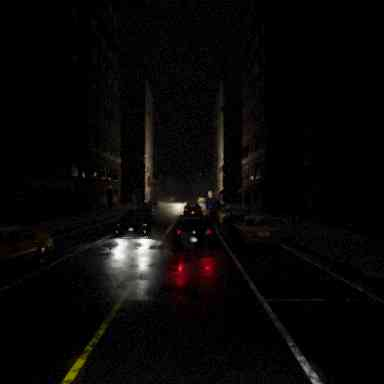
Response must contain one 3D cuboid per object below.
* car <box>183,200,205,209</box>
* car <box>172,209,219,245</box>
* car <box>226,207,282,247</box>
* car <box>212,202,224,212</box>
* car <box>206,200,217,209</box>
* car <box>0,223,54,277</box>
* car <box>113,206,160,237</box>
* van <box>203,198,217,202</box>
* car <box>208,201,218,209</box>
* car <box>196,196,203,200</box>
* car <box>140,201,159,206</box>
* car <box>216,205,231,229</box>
[{"bbox_3d":[0.087,1.819,33.824,1.812,1.442,4.674,0,-1,0],"label":"car"},{"bbox_3d":[0.092,1.741,16.268,1.895,1.301,4.718,0,0,0],"label":"car"},{"bbox_3d":[2.850,1.659,15.474,1.752,1.417,4.829,0,0,0],"label":"car"},{"bbox_3d":[2.847,1.753,26.371,1.752,1.417,4.829,0,-1,0],"label":"car"},{"bbox_3d":[2.844,1.888,37.097,1.947,1.339,4.313,0,-1,0],"label":"car"},{"bbox_3d":[-5.672,1.608,9.657,1.752,1.417,4.829,0,0,0],"label":"car"},{"bbox_3d":[-3.106,1.727,18.896,1.994,1.385,4.181,0,0,0],"label":"car"},{"bbox_3d":[2.840,1.759,47.996,1.690,1.788,3.998,0,-1,0],"label":"van"},{"bbox_3d":[2.846,1.840,31.649,1.947,1.339,4.313,0,-1,0],"label":"car"},{"bbox_3d":[2.622,2.284,87.352,1.752,1.417,4.829,0,0,-1],"label":"car"},{"bbox_3d":[-5.682,1.952,42.531,1.802,1.307,4.206,0,-1,0],"label":"car"},{"bbox_3d":[2.849,1.730,20.752,2.008,1.369,4.403,0,0,0],"label":"car"}]
